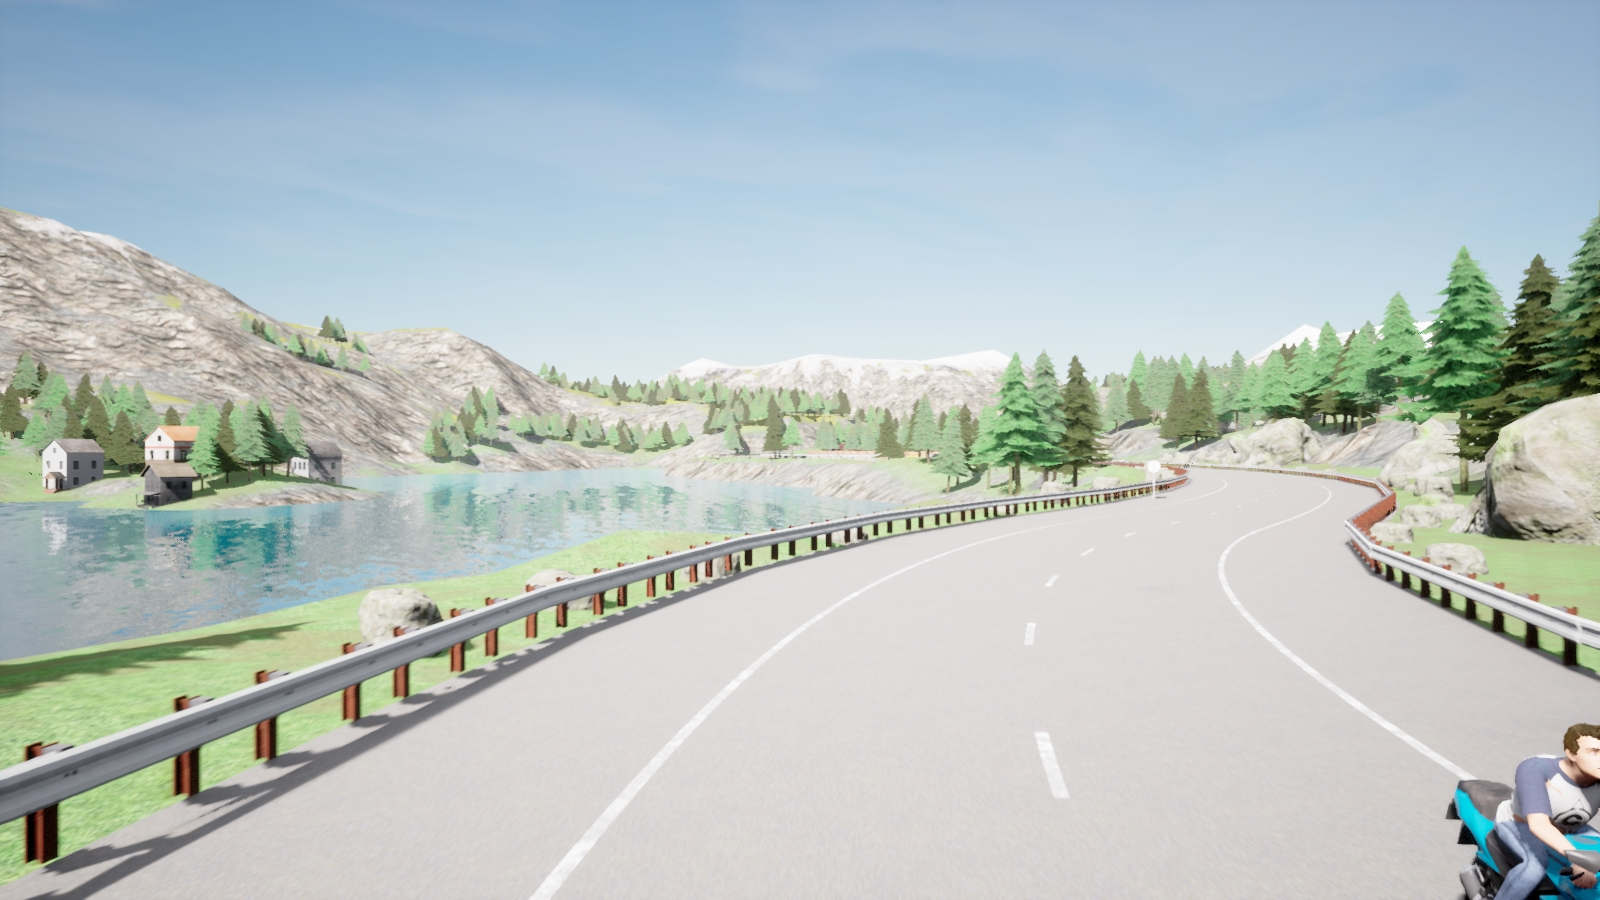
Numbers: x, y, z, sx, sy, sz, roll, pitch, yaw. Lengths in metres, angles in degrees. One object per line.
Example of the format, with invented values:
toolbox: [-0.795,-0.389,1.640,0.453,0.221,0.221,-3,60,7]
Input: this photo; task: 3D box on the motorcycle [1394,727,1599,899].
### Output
motorcycle: [3.685,2.177,5.423,0.803,1.217,2.033,0,0,4]
